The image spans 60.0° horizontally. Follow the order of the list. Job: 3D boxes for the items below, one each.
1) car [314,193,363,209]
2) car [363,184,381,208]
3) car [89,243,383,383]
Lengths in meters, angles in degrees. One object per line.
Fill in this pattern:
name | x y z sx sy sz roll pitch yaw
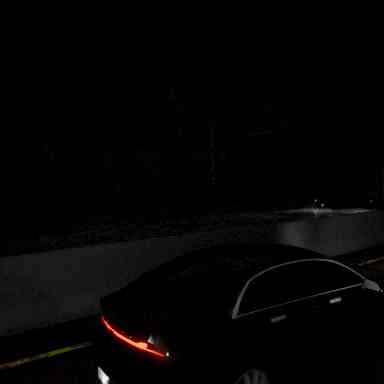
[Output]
car | 13.367 0.783 30.749 4.718 1.301 1.895 -2 1 -36
car | 17.133 0.333 29.144 5.566 2.045 2.150 -2 1 -35
car | 1.134 1.476 4.564 4.892 1.490 1.837 -1 1 -35
